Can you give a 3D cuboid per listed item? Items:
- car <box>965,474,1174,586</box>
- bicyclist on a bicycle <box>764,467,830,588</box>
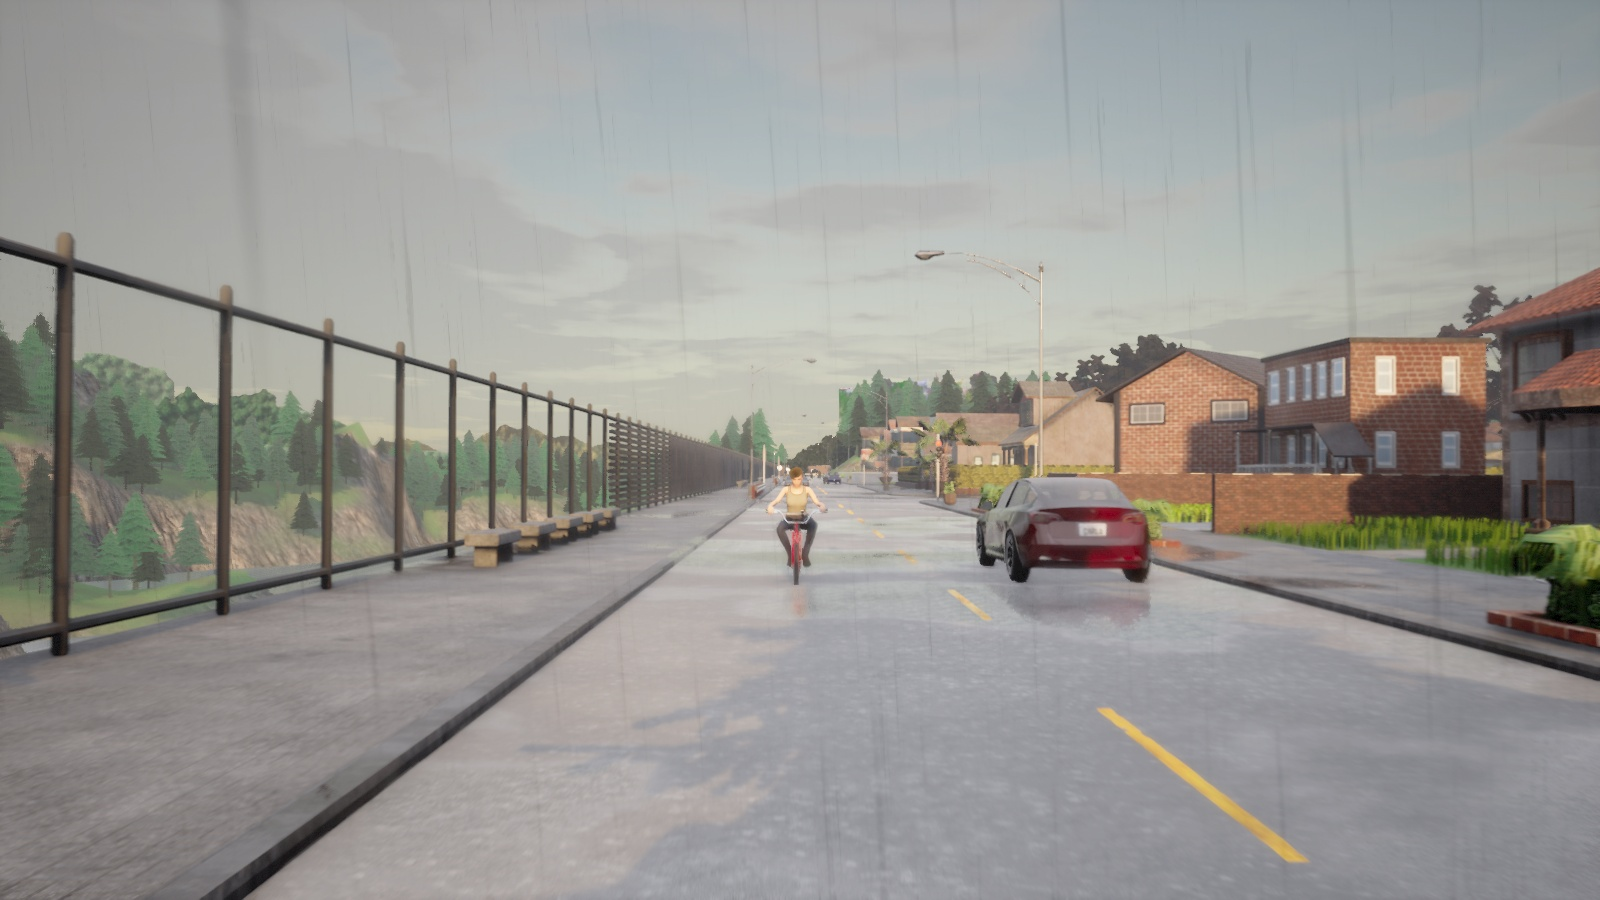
[{"bbox_3d":[3.954,1.122,19.340,2.163,1.488,4.792,0,-1,0],"label":"car"},{"bbox_3d":[-0.037,1.045,17.531,0.866,1.612,1.509,0,-1,0],"label":"bicyclist on a bicycle"}]
